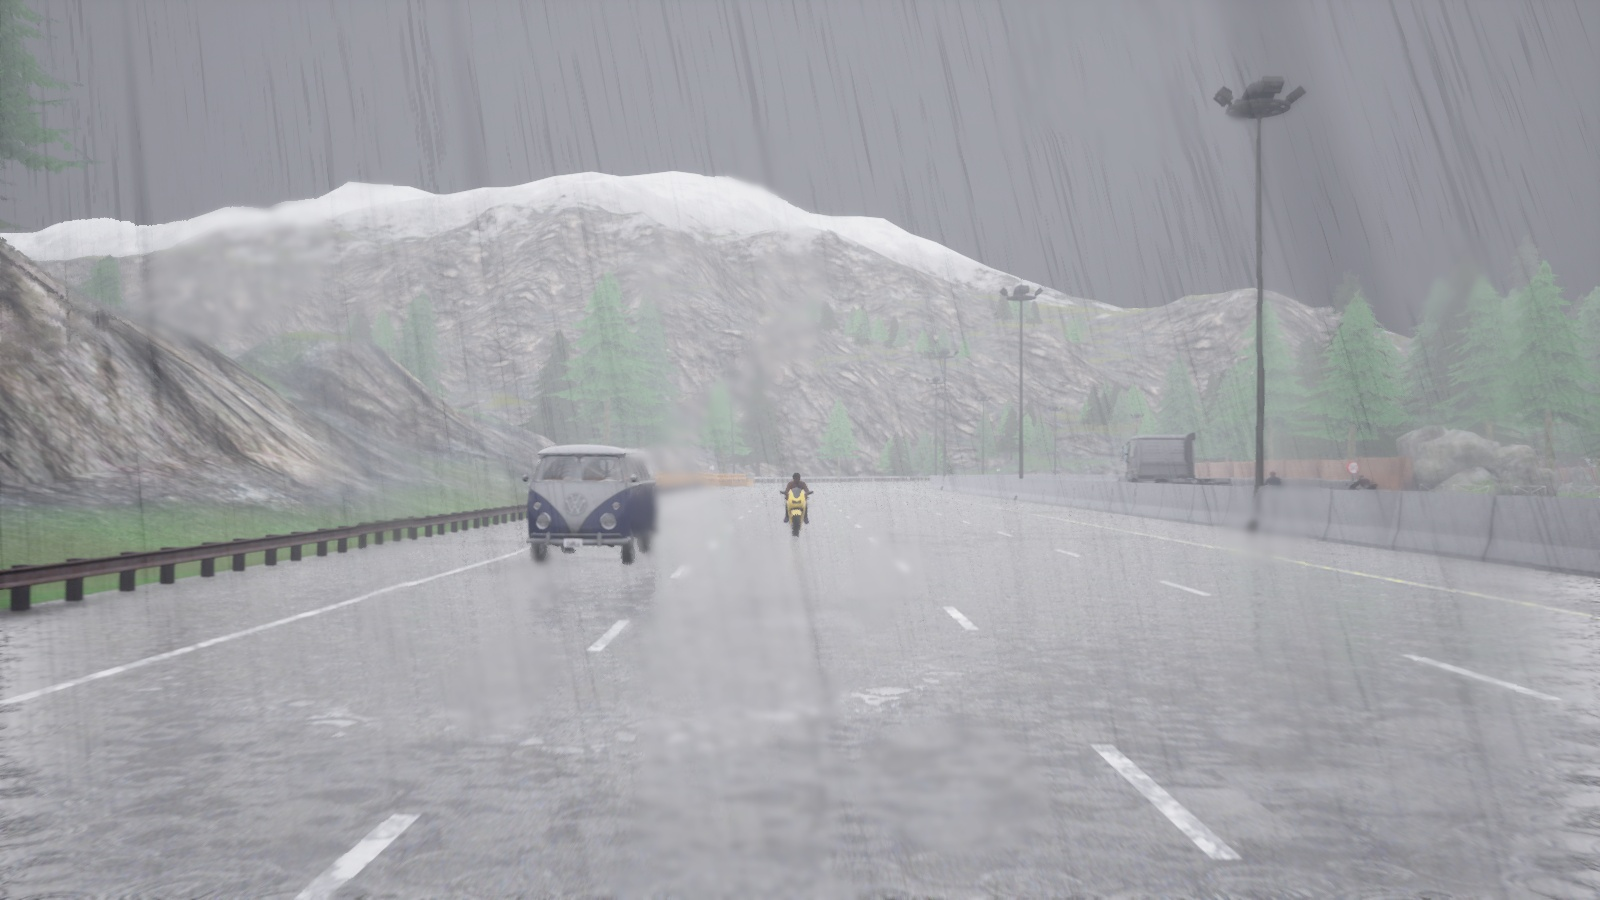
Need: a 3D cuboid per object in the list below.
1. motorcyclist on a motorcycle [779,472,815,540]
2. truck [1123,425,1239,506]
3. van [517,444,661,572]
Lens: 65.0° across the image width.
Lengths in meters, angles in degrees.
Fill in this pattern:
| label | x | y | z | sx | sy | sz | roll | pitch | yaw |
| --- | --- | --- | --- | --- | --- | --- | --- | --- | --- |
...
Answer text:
| label | x | y | z | sx | sy | sz | roll | pitch | yaw |
| --- | --- | --- | --- | --- | --- | --- | --- | --- | --- |
| motorcyclist on a motorcycle | -0.070 | 1.290 | 29.442 | 0.797 | 1.523 | 2.044 | 0 | -1 | 0 |
| truck | 17.356 | 0.732 | 57.871 | 2.891 | 3.462 | 7.936 | 0 | -1 | 0 |
| van | -3.554 | 0.949 | 21.908 | 1.775 | 1.987 | 4.442 | 0 | -1 | 0 |
